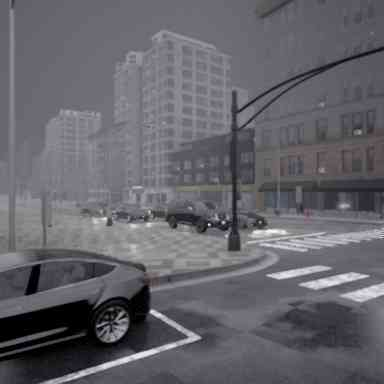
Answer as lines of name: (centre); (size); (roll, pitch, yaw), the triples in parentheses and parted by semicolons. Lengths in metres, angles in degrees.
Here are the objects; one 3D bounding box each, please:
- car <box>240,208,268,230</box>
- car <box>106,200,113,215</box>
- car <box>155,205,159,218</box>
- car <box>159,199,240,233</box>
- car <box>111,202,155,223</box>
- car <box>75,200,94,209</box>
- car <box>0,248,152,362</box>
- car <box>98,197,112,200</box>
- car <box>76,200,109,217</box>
car: (3.374, 1.864, 23.707); (1.994, 1.385, 4.181); (0, -1, -36)
car: (-8.074, 2.039, 39.894); (2.128, 1.511, 4.902); (0, -1, -35)
car: (-2.347, 1.932, 31.788); (1.837, 1.490, 4.892); (0, -1, -36)
car: (0.322, 1.533, 22.394); (2.150, 2.045, 5.566); (0, -1, -35)
car: (-5.631, 1.947, 30.808); (1.837, 1.490, 4.892); (0, -1, -35)
car: (-20.615, 2.374, 63.559); (2.033, 1.411, 5.357); (0, 0, -35)
car: (-2.650, 1.568, 4.762); (4.313, 1.339, 1.947); (0, 0, -36)
car: (-17.077, 2.033, 64.182); (2.150, 2.045, 5.566); (0, 0, -35)
car: (-11.572, 2.058, 39.211); (2.128, 1.511, 4.902); (0, -1, -35)
